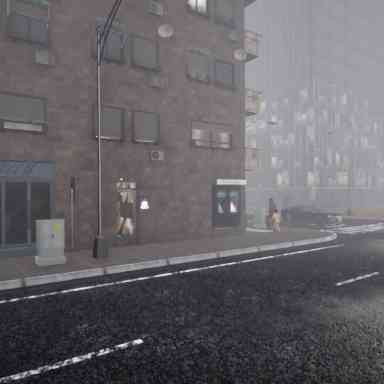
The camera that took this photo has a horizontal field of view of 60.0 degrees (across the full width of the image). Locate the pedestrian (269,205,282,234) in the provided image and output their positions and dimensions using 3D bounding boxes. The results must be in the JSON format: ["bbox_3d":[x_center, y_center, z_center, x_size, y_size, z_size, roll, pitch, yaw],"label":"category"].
[{"bbox_3d":[4.287,1.420,16.697,0.375,1.300,0.375,-1,0,-35],"label":"pedestrian"}]

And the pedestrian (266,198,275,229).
[{"bbox_3d":[4.242,1.182,17.831,0.375,1.860,0.375,-1,0,-35],"label":"pedestrian"}]

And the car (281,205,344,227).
[{"bbox_3d":[9.012,1.723,25.312,2.128,1.511,4.902,-1,-1,-33],"label":"car"}]

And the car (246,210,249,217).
[{"bbox_3d":[3.480,1.883,33.124,1.837,1.490,4.892,-1,-1,-36],"label":"car"}]
